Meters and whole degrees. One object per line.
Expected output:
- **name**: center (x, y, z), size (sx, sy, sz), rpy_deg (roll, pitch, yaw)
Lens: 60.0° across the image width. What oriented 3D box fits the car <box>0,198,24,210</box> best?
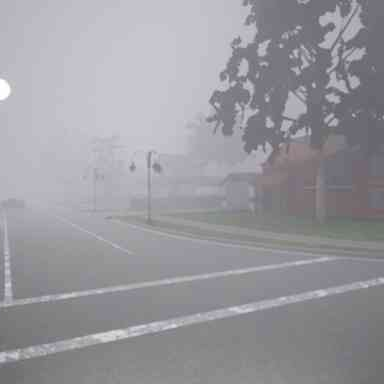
- **car**: center (-23.564, 1.515, 43.655), size (1.837, 1.490, 4.892), rpy_deg (2, -2, -44)
